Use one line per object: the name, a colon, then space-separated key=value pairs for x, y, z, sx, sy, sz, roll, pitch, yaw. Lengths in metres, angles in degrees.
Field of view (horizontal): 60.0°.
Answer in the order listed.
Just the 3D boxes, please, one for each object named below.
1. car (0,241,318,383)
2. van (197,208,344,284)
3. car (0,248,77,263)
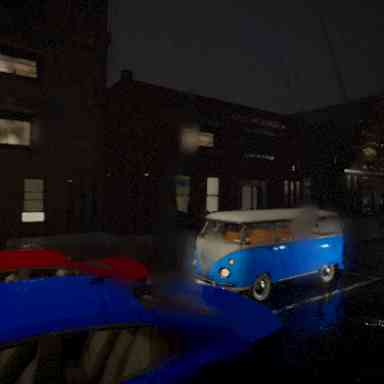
car: x=-1.473 y=1.478 z=2.320 sx=5.008 sy=1.535 sz=1.882 roll=0 pitch=0 yaw=-35
van: x=1.896 y=1.317 z=7.890 sx=3.998 sy=1.788 sz=1.690 roll=0 pitch=1 yaw=-35
car: x=-2.736 y=1.544 z=4.591 sx=4.507 sy=1.381 sz=1.887 roll=0 pitch=1 yaw=-35
